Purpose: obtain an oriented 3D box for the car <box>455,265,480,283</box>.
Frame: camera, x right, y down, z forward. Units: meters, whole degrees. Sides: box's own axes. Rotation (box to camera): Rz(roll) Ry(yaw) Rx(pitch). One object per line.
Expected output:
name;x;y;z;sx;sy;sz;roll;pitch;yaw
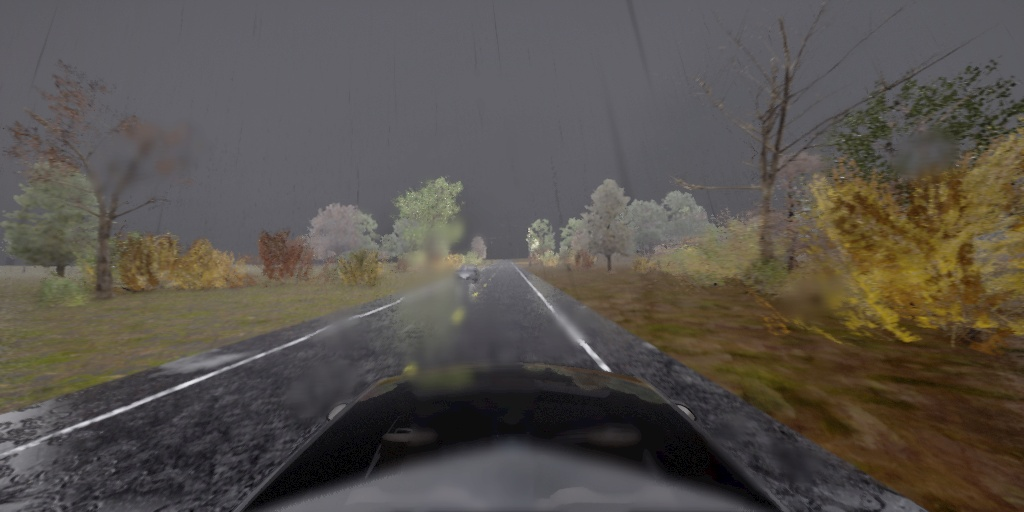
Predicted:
car;-3.866;1.537;31.758;2.128;1.511;4.902;-1;0;-1
